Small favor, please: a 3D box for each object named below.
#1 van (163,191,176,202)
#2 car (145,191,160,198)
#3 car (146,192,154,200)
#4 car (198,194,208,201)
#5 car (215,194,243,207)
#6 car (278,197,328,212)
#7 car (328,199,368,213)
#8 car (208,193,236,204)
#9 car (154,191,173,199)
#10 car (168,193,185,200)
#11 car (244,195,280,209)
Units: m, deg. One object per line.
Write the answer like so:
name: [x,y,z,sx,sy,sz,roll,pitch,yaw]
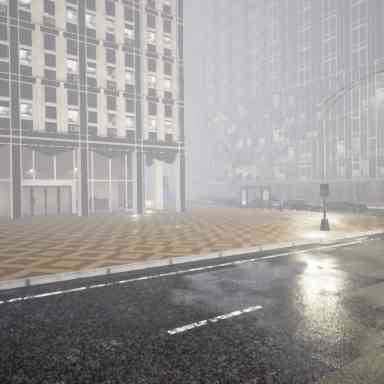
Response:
van: [-3.966,0.937,59.651,1.690,1.788,3.998,0,1,-34]
car: [-9.934,0.686,83.134,1.967,1.590,4.097,0,1,-34]
car: [-10.404,1.039,69.022,2.008,1.369,4.403,0,1,-34]
car: [2.941,1.043,64.398,1.802,1.307,4.206,0,1,-34]
car: [5.645,1.319,45.572,1.947,1.339,4.313,0,1,-34]
car: [12.020,1.423,36.158,1.947,1.339,4.313,0,1,-34]
car: [16.111,1.408,34.991,1.994,1.385,4.181,-1,1,-35]
car: [4.991,1.266,51.191,1.895,1.301,4.718,-1,1,-34]
car: [-6.715,0.615,78.448,2.192,1.841,5.009,0,1,-34]
car: [-3.496,0.936,73.767,1.802,1.307,4.206,0,1,-34]
car: [8.815,1.388,40.855,1.802,1.307,4.206,0,1,-34]
